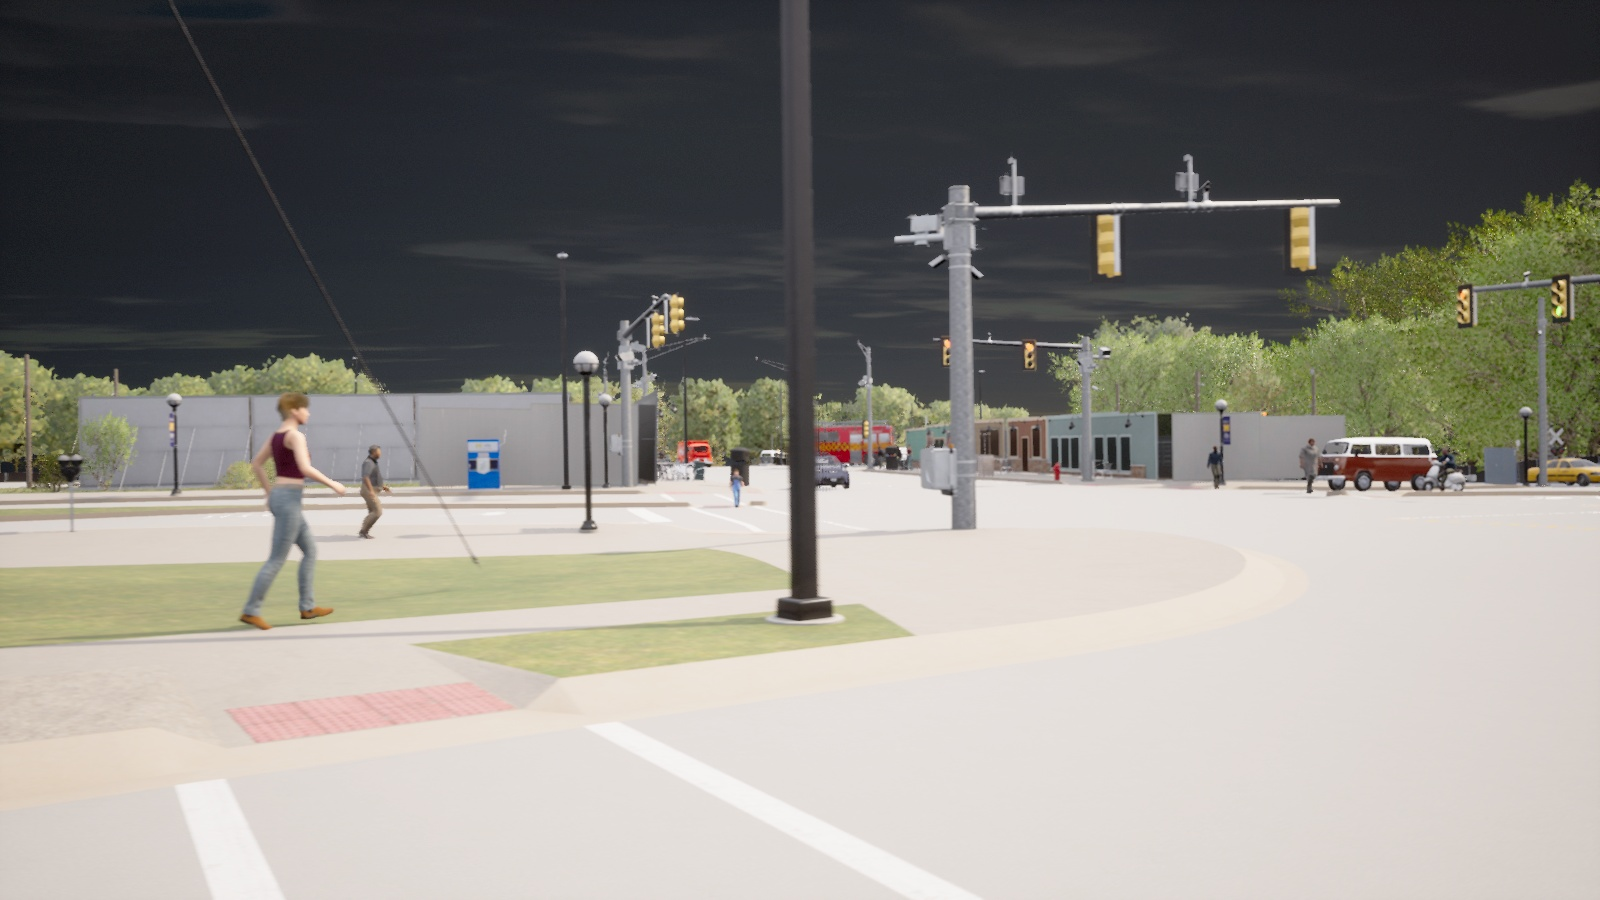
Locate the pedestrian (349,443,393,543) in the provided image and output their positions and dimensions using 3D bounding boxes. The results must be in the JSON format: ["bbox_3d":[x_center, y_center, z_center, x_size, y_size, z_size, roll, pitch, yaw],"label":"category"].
[{"bbox_3d":[-8.161,0.806,23.903,0.694,1.848,0.540,-1,1,-11],"label":"pedestrian"}]

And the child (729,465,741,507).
[{"bbox_3d":[-1.992,1.111,38.523,0.270,1.263,0.437,-1,1,-9],"label":"child"}]

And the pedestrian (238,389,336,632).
[{"bbox_3d":[-4.003,0.453,9.803,0.594,1.836,0.345,-2,1,-37],"label":"pedestrian"}]

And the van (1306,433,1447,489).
[{"bbox_3d":[21.683,0.447,47.302,4.480,2.038,2.069,1,-1,-13],"label":"van"}]

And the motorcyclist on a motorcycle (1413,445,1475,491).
[{"bbox_3d":[22.302,0.617,43.511,1.817,1.590,0.866,0,0,-17],"label":"motorcyclist on a motorcycle"}]

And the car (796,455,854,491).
[{"bbox_3d":[1.091,1.003,56.380,1.845,1.501,3.633,-1,0,-11],"label":"car"}]

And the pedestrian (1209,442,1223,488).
[{"bbox_3d":[16.919,0.592,51.125,0.370,1.835,0.726,-1,1,7],"label":"pedestrian"}]

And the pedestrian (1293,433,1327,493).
[{"bbox_3d":[16.976,0.432,41.822,0.659,1.952,0.873,-1,1,-10],"label":"pedestrian"}]

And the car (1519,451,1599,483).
[{"bbox_3d":[39.873,0.895,64.861,1.801,1.575,5.366,-2,-1,-7],"label":"car"}]
